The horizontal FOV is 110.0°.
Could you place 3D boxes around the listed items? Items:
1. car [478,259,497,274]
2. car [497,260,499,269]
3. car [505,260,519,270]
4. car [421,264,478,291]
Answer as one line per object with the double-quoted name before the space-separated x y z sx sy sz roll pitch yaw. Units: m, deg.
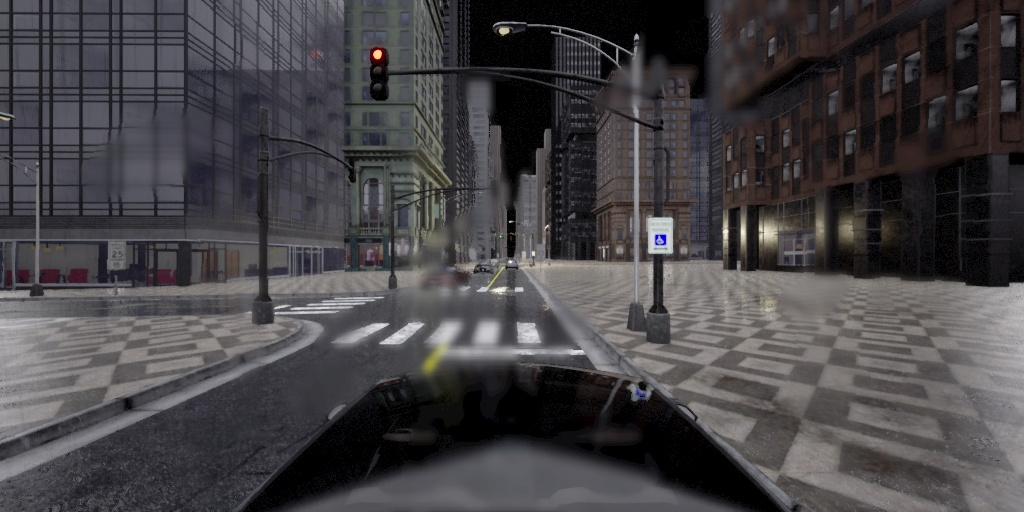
"car" -3.108 1.317 40.166 1.994 1.385 4.181 0 0 0
"car" -3.031 1.257 57.724 2.128 1.511 4.902 0 0 0
"car" -0.020 1.325 53.416 1.994 1.385 4.181 0 0 0
"car" -3.884 1.316 21.910 1.994 1.385 4.181 0 0 13
